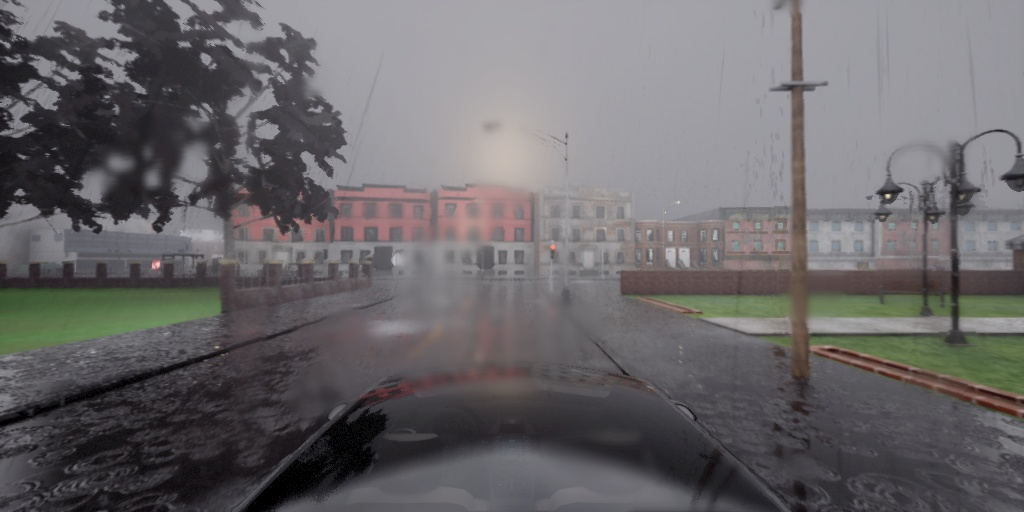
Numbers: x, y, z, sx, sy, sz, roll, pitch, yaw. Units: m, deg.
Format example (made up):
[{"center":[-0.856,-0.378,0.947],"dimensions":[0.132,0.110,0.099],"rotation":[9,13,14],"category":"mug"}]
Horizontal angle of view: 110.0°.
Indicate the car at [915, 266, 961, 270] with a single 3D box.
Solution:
[{"center":[41.922,1.717,35.703],"dimensions":[4.902,1.511,2.128],"rotation":[0,-1,1],"category":"car"}]
